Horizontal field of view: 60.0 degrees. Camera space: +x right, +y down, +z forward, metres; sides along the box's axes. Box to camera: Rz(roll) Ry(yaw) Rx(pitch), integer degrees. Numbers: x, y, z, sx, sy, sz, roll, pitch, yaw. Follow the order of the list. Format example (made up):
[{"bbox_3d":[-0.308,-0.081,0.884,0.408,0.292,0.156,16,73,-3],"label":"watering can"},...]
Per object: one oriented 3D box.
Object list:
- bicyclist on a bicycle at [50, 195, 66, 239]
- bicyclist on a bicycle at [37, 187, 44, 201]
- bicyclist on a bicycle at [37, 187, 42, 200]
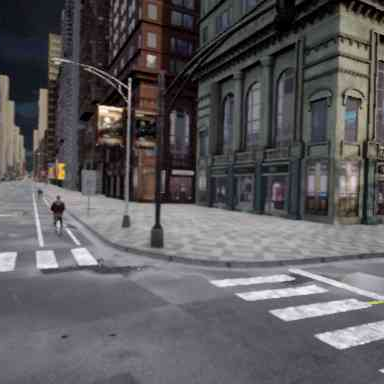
[{"bbox_3d":[-5.629,1.010,13.949,0.659,1.776,1.843,1,1,-26],"label":"bicyclist on a bicycle"},{"bbox_3d":[-17.568,0.314,38.673,0.659,1.776,1.843,1,1,-26],"label":"bicyclist on a bicycle"},{"bbox_3d":[-20.925,0.198,45.627,0.582,1.620,1.656,1,1,-26],"label":"bicyclist on a bicycle"}]
